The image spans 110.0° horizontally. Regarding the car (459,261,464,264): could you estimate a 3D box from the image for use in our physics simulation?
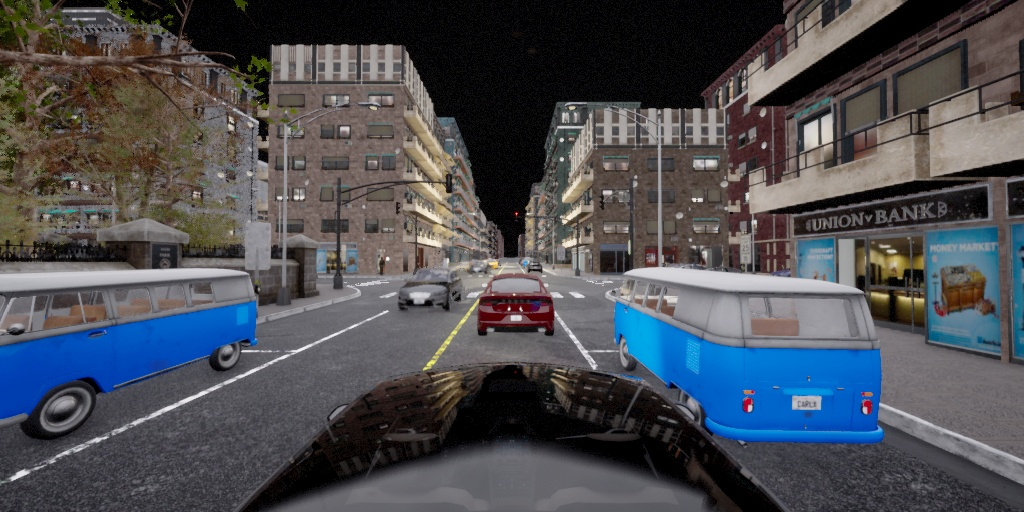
[{"bbox_3d":[-5.695,1.290,42.870,1.751,1.417,4.829,0,0,0],"label":"car"}]

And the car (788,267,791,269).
[{"bbox_3d":[23.119,1.451,28.527,4.674,1.442,1.812,0,-1,1],"label":"car"}]

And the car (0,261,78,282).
[{"bbox_3d":[-35.362,1.093,26.015,5.357,1.411,2.033,0,-1,1],"label":"car"}]

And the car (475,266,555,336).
[{"bbox_3d":[0.096,1.230,10.456,1.882,1.535,5.008,0,0,0],"label":"car"}]

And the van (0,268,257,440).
[{"bbox_3d":[-5.657,1.092,5.095,1.690,1.789,3.998,0,0,0],"label":"van"}]

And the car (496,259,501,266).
[{"bbox_3d":[-3.101,1.247,53.921,1.882,1.535,5.008,0,0,0],"label":"car"}]

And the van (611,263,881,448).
[{"bbox_3d":[2.658,1.092,5.094,1.690,1.789,3.998,0,0,0],"label":"van"}]

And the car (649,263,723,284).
[{"bbox_3d":[13.792,1.364,28.638,4.902,1.511,2.128,0,-1,1],"label":"car"}]

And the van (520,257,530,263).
[{"bbox_3d":[2.683,1.112,59.968,1.690,1.789,3.998,0,0,0],"label":"van"}]

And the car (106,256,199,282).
[{"bbox_3d":[-25.835,0.949,25.898,4.553,1.767,2.097,0,-1,1],"label":"car"}]

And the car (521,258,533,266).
[{"bbox_3d":[2.684,1.317,48.684,2.007,1.370,4.403,0,0,0],"label":"car"}]

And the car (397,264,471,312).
[{"bbox_3d":[-3.101,1.246,14.437,2.128,1.511,4.902,0,0,0],"label":"car"}]

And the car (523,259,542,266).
[{"bbox_3d":[2.685,1.330,43.041,1.948,1.339,4.313,0,0,0],"label":"car"}]

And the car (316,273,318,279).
[{"bbox_3d":[-16.608,1.139,25.787,4.902,1.511,2.128,0,-1,1],"label":"car"}]

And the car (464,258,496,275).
[{"bbox_3d":[-3.380,1.254,38.731,2.128,1.511,4.902,0,0,4],"label":"car"}]

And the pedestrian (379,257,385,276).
[{"bbox_3d":[-12.544,0.968,34.481,0.375,1.860,0.375,0,-1,1],"label":"pedestrian"}]
